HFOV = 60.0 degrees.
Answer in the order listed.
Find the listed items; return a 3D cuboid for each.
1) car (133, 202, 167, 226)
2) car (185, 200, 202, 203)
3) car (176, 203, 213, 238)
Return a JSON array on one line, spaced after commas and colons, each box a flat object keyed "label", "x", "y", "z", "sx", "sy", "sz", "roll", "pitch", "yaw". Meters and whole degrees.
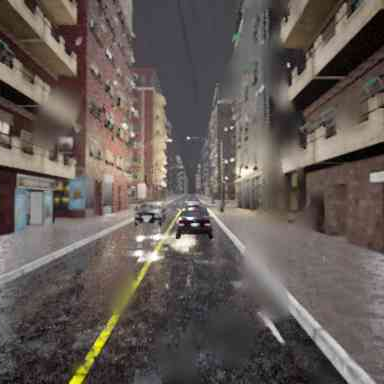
[{"label": "car", "x": -2.789, "y": 1.477, "z": 23.005, "sx": 2.128, "sy": 1.511, "sz": 4.902, "roll": 0, "pitch": 0, "yaw": 0}, {"label": "car", "x": 0.130, "y": 1.534, "z": 34.164, "sx": 1.994, "sy": 1.385, "sz": 4.181, "roll": 0, "pitch": 0, "yaw": 0}, {"label": "car", "x": 0.113, "y": 1.536, "z": 17.655, "sx": 2.033, "sy": 1.411, "sz": 5.357, "roll": 0, "pitch": 0, "yaw": 0}]
